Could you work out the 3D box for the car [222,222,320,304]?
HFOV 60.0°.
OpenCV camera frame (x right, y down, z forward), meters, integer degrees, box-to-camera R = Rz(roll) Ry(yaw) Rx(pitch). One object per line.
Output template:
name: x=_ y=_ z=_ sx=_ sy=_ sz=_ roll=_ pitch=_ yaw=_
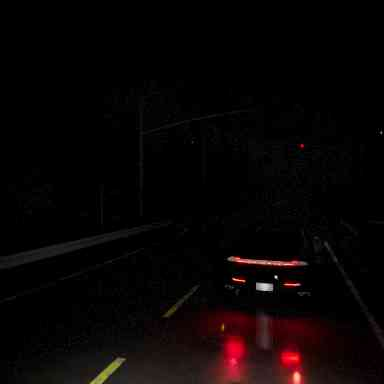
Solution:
car: x=2.070 y=1.491 z=8.270 sx=2.128 sy=1.511 sz=4.902 roll=0 pitch=0 yaw=18
